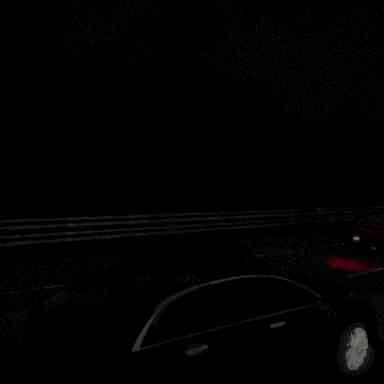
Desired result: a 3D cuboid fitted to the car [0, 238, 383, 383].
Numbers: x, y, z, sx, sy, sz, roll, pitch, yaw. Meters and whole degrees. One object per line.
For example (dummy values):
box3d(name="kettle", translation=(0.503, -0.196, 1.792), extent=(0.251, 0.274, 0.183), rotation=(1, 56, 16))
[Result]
box3d(name="car", translation=(0.303, 1.527, 3.964), extent=(4.892, 1.490, 1.837), rotation=(0, 0, -36))

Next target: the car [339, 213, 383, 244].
box3d(name="car", translation=(8.163, 1.604, 13.878), extent=(5.008, 1.535, 1.882), rotation=(0, 0, -36))
